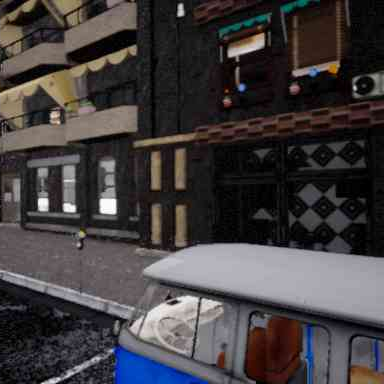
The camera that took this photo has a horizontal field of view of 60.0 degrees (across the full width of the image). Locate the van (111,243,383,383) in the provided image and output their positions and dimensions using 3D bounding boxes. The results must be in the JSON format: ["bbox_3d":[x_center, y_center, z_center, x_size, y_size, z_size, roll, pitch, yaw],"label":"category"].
[{"bbox_3d":[1.226,1.341,2.016,3.998,1.788,1.690,0,-1,36],"label":"van"}]
